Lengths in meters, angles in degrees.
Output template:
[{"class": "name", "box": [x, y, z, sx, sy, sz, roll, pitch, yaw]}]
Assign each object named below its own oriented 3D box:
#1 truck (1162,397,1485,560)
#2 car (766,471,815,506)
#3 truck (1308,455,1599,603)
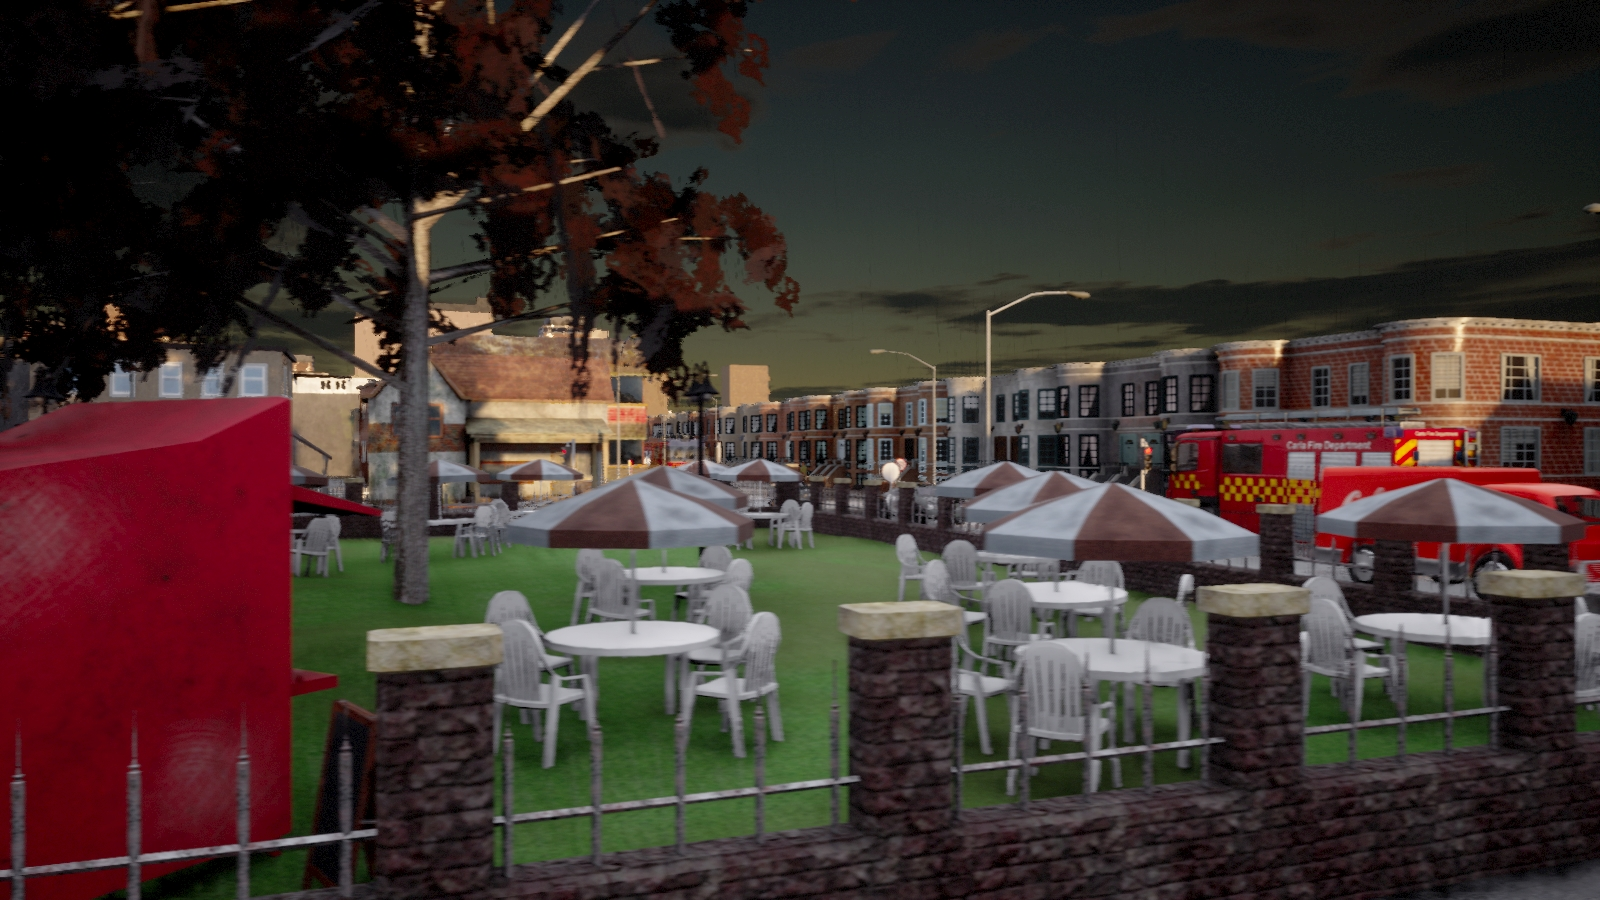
[{"class": "truck", "box": [13.862, 0.670, 31.329, 2.891, 3.827, 8.468, 0, 0, -21]}, {"class": "car", "box": [-0.513, 1.817, 55.304, 2.038, 1.542, 4.974, 0, 0, -5]}, {"class": "truck", "box": [12.922, 1.346, 22.252, 2.627, 2.467, 5.204, 0, 0, -20]}]
